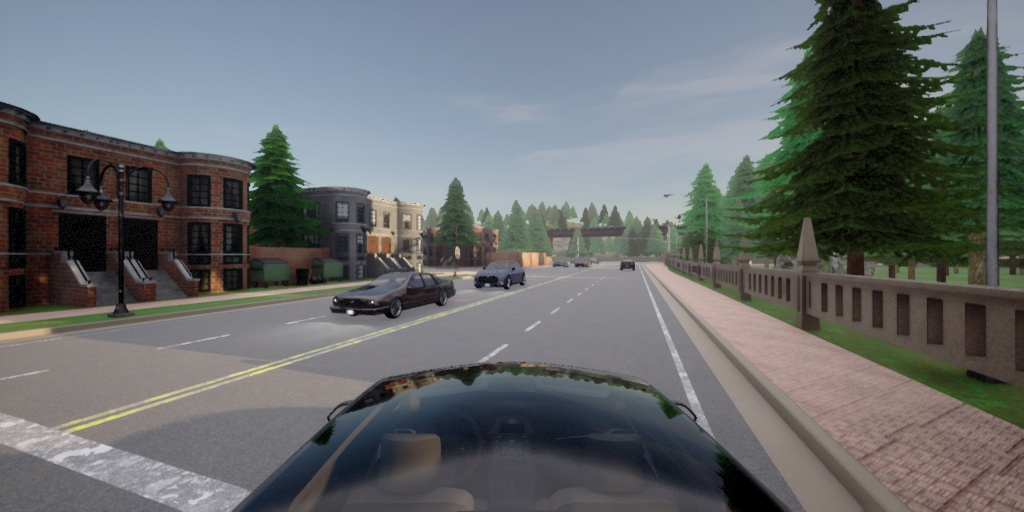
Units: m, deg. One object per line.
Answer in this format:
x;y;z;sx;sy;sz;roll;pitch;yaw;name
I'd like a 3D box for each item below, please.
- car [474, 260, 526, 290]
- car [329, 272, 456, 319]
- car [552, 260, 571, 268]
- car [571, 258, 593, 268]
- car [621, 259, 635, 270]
-0.675;1.096;22.813;2.097;1.767;4.553;0;0;19;car
-3.991;1.297;13.273;2.033;1.411;5.357;0;0;19;car
7.909;1.289;58.755;1.994;1.385;4.181;0;0;20;car
11.302;1.074;57.726;2.097;1.767;4.553;0;0;19;car
16.638;1.197;51.481;1.882;1.535;5.008;0;0;19;car
